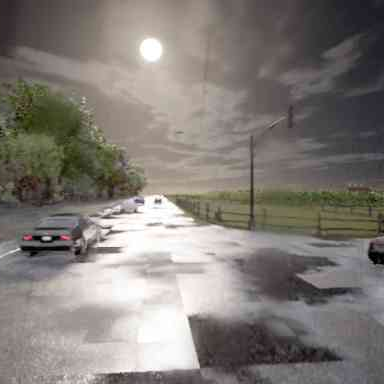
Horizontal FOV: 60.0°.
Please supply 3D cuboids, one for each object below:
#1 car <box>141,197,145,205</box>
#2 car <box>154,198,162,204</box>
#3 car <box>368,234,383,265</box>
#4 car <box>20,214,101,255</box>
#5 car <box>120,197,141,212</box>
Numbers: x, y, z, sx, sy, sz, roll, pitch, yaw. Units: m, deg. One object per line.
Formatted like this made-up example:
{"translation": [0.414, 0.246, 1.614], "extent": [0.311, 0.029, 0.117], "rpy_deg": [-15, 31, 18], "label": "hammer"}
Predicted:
{"translation": [-10.029, 1.722, 64.503], "extent": [1.882, 1.535, 5.008], "rpy_deg": [0, 0, -6], "label": "car"}
{"translation": [-7.506, 1.904, 73.579], "extent": [1.895, 1.301, 4.718], "rpy_deg": [0, 0, -6], "label": "car"}
{"translation": [7.922, 1.759, 11.006], "extent": [4.181, 1.385, 1.994], "rpy_deg": [2, -2, -24], "label": "car"}
{"translation": [-4.996, 1.578, 13.367], "extent": [2.033, 1.411, 5.357], "rpy_deg": [0, 0, -6], "label": "car"}
{"translation": [-7.680, 1.673, 40.777], "extent": [1.812, 1.442, 4.674], "rpy_deg": [0, 0, -5], "label": "car"}
